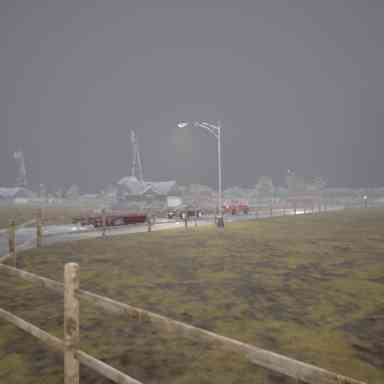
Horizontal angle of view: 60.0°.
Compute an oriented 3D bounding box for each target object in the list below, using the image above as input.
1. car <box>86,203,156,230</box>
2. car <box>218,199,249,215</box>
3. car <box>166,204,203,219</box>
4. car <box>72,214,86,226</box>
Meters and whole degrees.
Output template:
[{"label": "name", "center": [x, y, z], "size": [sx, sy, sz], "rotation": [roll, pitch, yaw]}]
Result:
[{"label": "car", "center": [-4.562, 1.567, 22.975], "size": [2.097, 1.767, 4.553], "rotation": [-2, -2, 36]}, {"label": "car", "center": [5.511, 1.912, 43.417], "size": [2.150, 2.045, 5.566], "rotation": [-2, -2, 36]}, {"label": "car", "center": [-0.680, 2.013, 34.755], "size": [1.837, 1.490, 4.892], "rotation": [-2, -2, 36]}, {"label": "car", "center": [-6.700, 1.884, 26.339], "size": [2.033, 1.411, 5.357], "rotation": [-2, -2, 36]}]
